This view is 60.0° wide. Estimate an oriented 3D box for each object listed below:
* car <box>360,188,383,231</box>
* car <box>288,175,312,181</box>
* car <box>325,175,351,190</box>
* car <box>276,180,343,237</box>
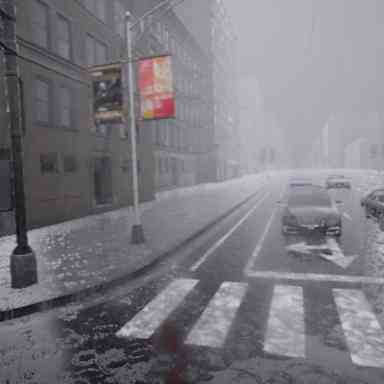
[{"bbox_3d":[7.761,0.556,12.497,1.895,1.301,4.718,-1,4,17],"label":"car"},{"bbox_3d":[10.077,-0.867,31.025,1.882,1.535,5.008,-1,4,17],"label":"car"},{"bbox_3d":[13.486,-0.919,31.037,1.994,1.385,4.181,-1,4,17],"label":"car"},{"bbox_3d":[4.324,0.599,12.377,1.837,1.490,4.892,-1,5,18],"label":"car"}]
